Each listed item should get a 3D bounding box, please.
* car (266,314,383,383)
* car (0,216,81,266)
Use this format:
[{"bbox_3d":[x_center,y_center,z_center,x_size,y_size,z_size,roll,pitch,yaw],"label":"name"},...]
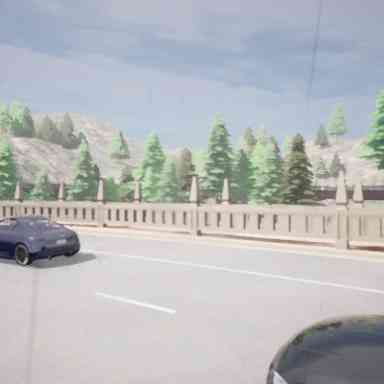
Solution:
[{"bbox_3d":[2.817,1.480,1.798,4.902,1.511,2.128,0,0,36],"label":"car"},{"bbox_3d":[-5.831,1.521,11.347,4.181,1.385,1.994,0,0,29],"label":"car"}]
